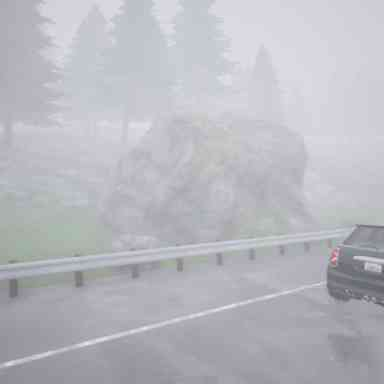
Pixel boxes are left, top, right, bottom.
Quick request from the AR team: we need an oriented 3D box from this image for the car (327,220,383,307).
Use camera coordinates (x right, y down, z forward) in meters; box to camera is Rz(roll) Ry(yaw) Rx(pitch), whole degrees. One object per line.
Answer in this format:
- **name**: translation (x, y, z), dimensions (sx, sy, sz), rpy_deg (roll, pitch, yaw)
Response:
- **car**: translation (4.950, 1.349, 7.043), dimensions (4.553, 1.767, 2.097), rpy_deg (0, 0, -34)
